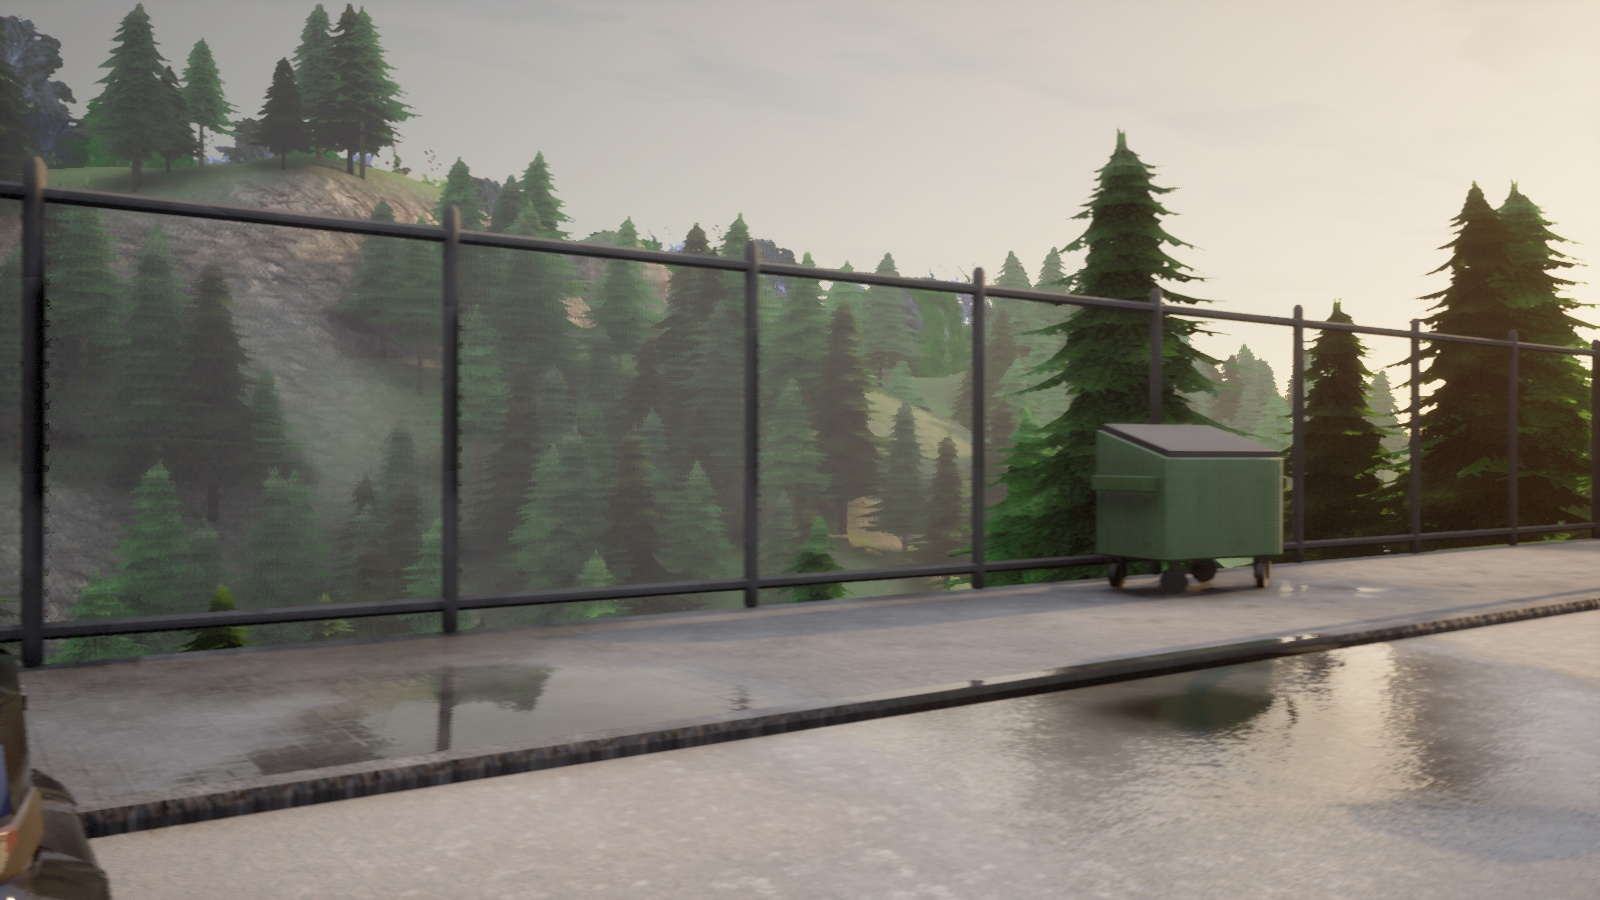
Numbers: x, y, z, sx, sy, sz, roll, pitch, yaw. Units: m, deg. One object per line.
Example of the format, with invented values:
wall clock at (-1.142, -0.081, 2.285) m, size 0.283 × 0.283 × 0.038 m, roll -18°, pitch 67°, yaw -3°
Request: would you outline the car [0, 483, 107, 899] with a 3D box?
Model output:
car at (-3.986, 0.804, 1.491) m, size 5.357 × 1.411 × 2.033 m, roll 0°, pitch 0°, yaw -35°
